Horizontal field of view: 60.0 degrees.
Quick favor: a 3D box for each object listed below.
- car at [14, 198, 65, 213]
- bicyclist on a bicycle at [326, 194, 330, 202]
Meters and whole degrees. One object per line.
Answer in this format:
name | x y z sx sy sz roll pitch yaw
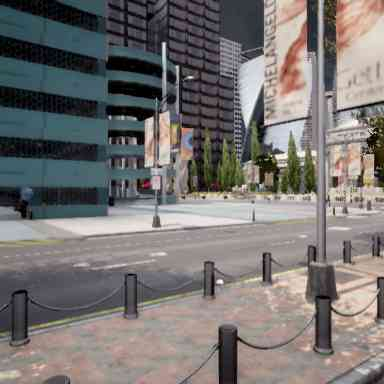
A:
car | -14.564 1.282 32.114 4.674 1.452 2.002 0 0 -36
bicyclist on a bicycle | 28.535 1.274 69.691 1.656 1.620 0.582 0 0 -36
